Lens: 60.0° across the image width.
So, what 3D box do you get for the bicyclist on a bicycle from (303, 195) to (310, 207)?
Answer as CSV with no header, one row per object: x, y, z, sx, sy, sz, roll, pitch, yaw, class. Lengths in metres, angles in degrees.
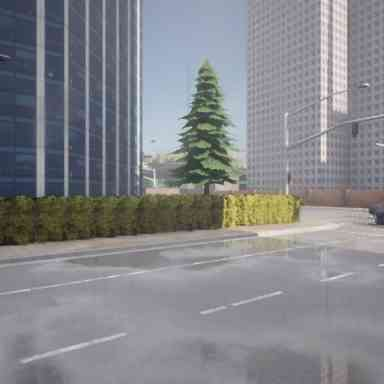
16.302,1.301,47.409,1.656,1.620,0.582,0,0,-35,bicyclist on a bicycle

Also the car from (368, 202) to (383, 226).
13.294,1.526,20.719,1.812,1.442,4.674,1,0,0,car
